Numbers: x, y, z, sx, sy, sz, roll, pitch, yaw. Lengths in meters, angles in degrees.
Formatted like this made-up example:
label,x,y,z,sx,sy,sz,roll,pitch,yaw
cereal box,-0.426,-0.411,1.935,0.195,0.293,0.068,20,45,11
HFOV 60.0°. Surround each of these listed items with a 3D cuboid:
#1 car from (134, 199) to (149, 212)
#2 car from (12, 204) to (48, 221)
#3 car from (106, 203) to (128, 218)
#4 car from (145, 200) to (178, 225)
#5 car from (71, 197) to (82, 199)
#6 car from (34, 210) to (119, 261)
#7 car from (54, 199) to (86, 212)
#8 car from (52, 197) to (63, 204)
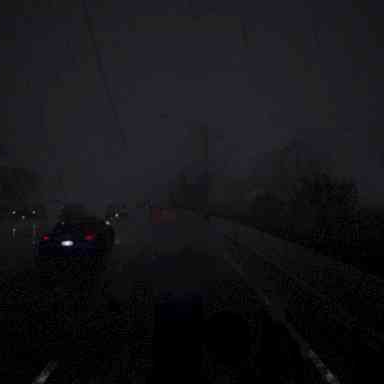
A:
label,x,y,z,sx,sy,sz,roll,pitch,yaw
car,-6.002,1.605,41.283,2.128,1.511,4.902,0,0,-16
car,-13.760,1.685,28.423,1.895,1.301,4.718,0,0,-12
car,-6.837,1.686,30.428,1.895,1.301,4.718,0,0,-12
car,-2.198,1.615,24.940,2.033,1.411,5.357,0,0,-11
car,-23.459,1.656,67.655,1.882,1.535,5.008,0,0,-24
car,-4.132,1.602,12.532,1.994,1.385,4.181,0,0,-5
car,-10.309,1.631,29.061,2.033,1.411,5.357,0,0,-12
car,-26.804,1.697,66.556,1.812,1.442,4.674,0,0,-24
